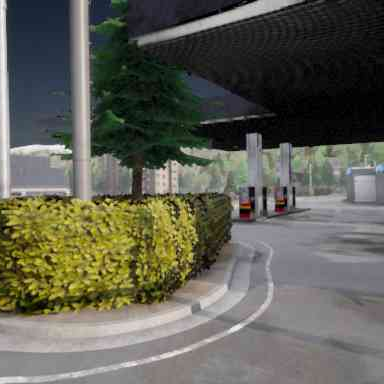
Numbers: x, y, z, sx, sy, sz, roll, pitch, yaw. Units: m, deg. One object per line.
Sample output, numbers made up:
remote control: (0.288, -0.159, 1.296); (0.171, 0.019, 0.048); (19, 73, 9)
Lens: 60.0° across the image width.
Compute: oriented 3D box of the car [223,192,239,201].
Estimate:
car: (7.405, 0.850, 63.928); (5.027, 1.636, 2.152); (-1, 1, 35)

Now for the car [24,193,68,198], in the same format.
car: (-14.795, 1.182, 33.599); (3.866, 1.878, 1.905); (-1, 1, 35)

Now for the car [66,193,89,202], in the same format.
car: (-22.926, 1.103, 66.494); (4.605, 1.855, 1.932); (-1, 1, 35)

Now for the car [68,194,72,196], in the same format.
car: (-24.271, 1.123, 63.885); (3.866, 1.878, 1.905); (-1, 1, 35)

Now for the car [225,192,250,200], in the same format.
car: (9.177, 0.811, 66.517); (4.514, 1.523, 2.007); (-1, 1, 35)
